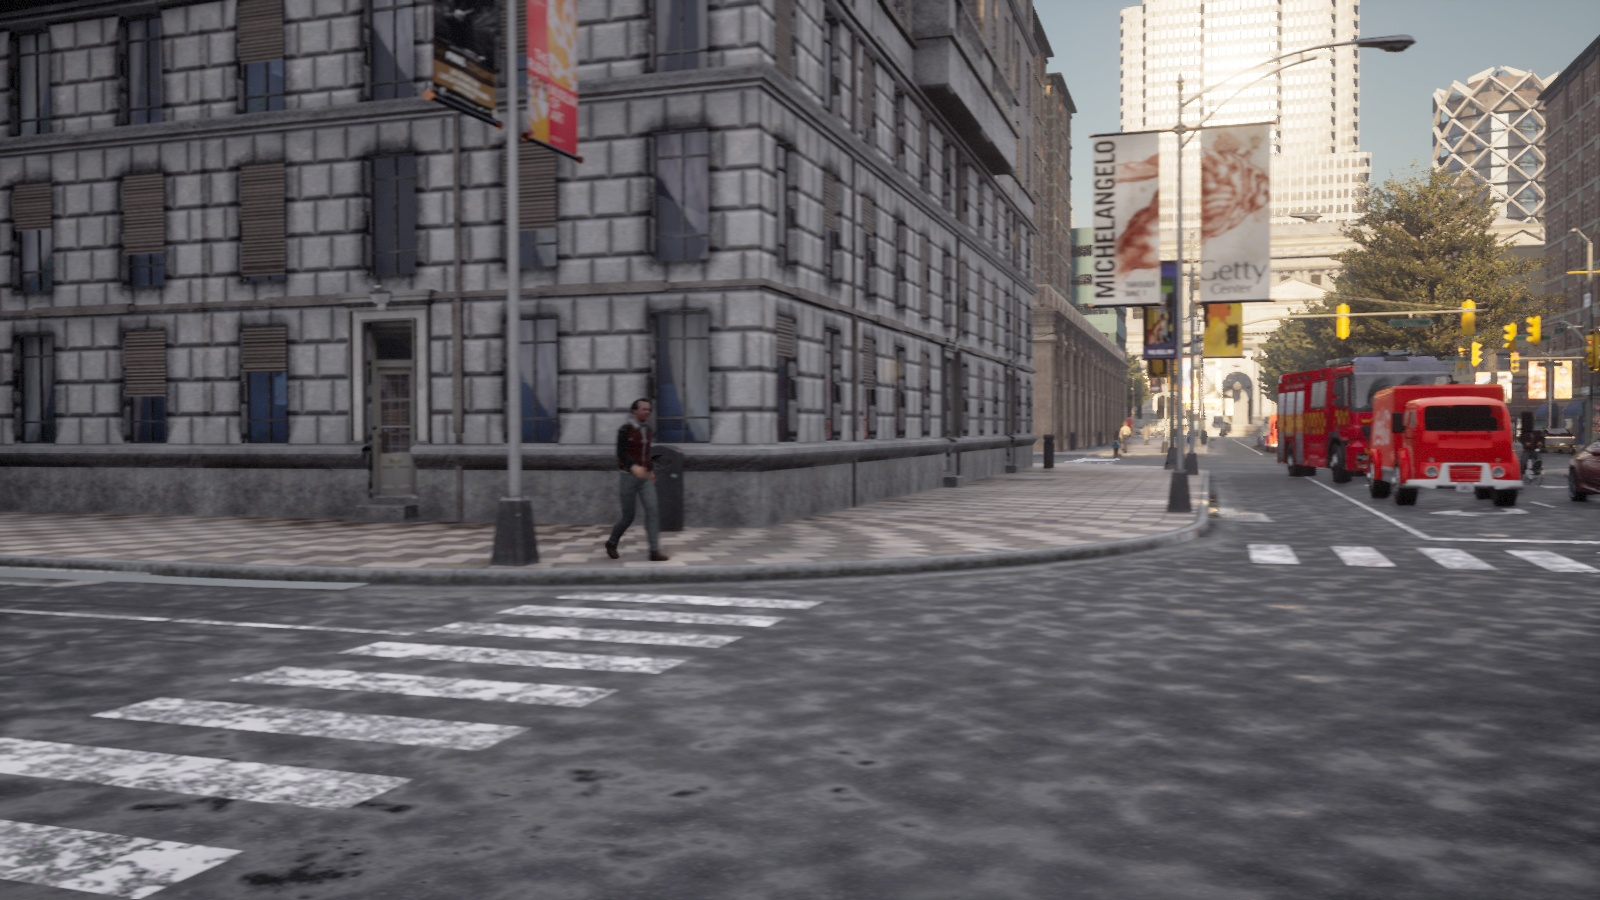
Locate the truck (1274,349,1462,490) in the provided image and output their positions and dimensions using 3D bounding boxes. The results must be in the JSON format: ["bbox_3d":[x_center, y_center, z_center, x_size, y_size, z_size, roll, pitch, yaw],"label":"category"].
[{"bbox_3d":[17.049,-0.889,38.425,2.891,3.827,8.468,0,1,7],"label":"truck"}]

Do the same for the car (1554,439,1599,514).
[{"bbox_3d":[16.750,0.513,25.150,1.812,1.442,4.674,1,1,18],"label":"car"}]

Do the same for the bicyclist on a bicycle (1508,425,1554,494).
[{"bbox_3d":[19.483,0.234,33.500,0.659,1.776,1.843,1,1,18],"label":"bicyclist on a bicycle"}]

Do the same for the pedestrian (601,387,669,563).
[{"bbox_3d":[-1.795,0.256,13.620,0.376,1.854,0.720,-1,1,-43],"label":"pedestrian"}]

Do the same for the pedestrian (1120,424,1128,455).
[{"bbox_3d":[18.763,-0.610,72.674,0.345,1.836,0.594,1,1,21],"label":"pedestrian"}]

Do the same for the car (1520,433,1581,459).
[{"bbox_3d":[45.644,-0.270,76.468,2.128,1.511,4.902,1,1,18],"label":"car"}]

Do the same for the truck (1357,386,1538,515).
[{"bbox_3d":[13.618,-0.038,26.820,2.627,2.467,5.204,1,1,18],"label":"truck"}]

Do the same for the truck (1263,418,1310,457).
[{"bbox_3d":[31.710,-0.855,82.027,2.627,2.467,5.204,1,1,19],"label":"truck"}]
